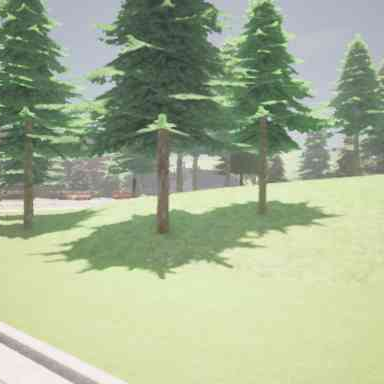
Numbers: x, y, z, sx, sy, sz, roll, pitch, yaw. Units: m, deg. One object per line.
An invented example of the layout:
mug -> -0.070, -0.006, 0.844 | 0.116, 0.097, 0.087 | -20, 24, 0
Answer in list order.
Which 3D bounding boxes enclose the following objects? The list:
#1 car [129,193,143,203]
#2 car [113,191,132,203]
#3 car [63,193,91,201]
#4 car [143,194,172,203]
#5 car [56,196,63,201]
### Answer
car -> -8.507, 1.206, 59.924 | 1.812, 1.442, 4.674 | 1, 1, 35
car -> -12.009, 0.878, 61.039 | 2.150, 2.045, 5.566 | 1, 1, 35
car -> -22.447, 0.921, 66.194 | 2.097, 1.767, 4.553 | 1, 0, 35
car -> -5.911, 1.272, 57.540 | 1.994, 1.385, 4.181 | 1, 0, 35
car -> -25.349, 1.134, 68.155 | 1.895, 1.301, 4.718 | 1, 0, 35
